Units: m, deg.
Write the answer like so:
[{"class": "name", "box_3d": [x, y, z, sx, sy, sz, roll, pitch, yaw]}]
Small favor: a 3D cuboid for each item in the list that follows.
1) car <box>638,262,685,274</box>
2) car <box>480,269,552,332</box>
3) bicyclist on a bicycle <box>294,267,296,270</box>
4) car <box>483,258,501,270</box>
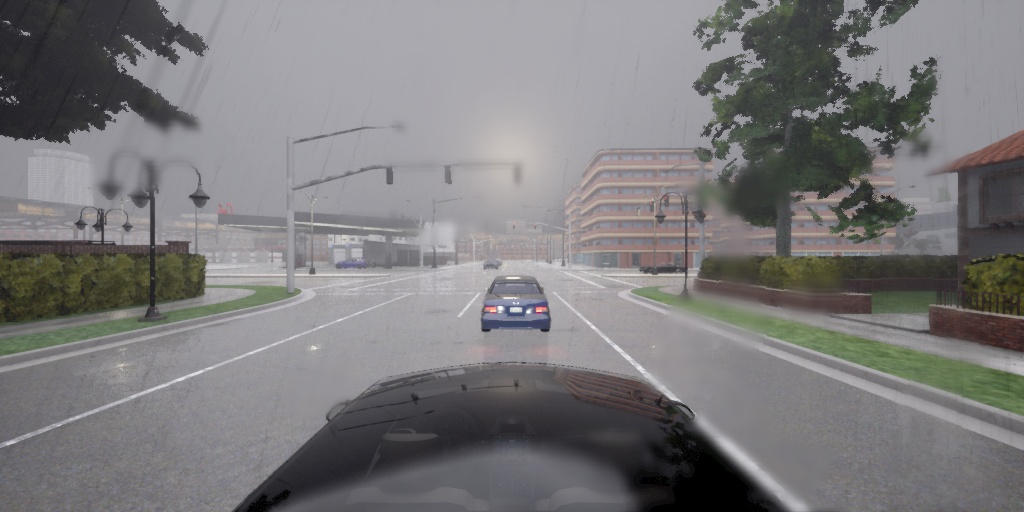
[{"class": "car", "box_3d": [16.329, 1.351, 38.893, 4.718, 1.301, 1.895, 0, 0, -3]}, {"class": "car", "box_3d": [0.098, 1.297, 10.844, 2.033, 1.411, 5.357, 0, 0, 0]}, {"class": "bicyclist on a bicycle", "box_3d": [-29.016, 1.180, 47.116, 0.582, 1.620, 1.656, -10, 5, 0]}, {"class": "car", "box_3d": [-3.102, 1.102, 53.604, 2.097, 1.767, 4.553, 0, 0, 0]}]
